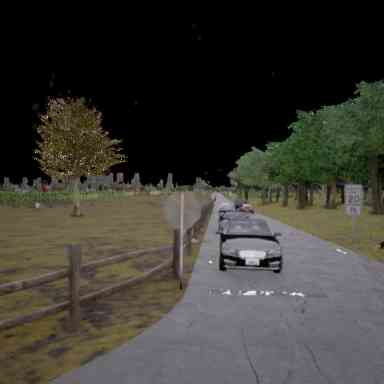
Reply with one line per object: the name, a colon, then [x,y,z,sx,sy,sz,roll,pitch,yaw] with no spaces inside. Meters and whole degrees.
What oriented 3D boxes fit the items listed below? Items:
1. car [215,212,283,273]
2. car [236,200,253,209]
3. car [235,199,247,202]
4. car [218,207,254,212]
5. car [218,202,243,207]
car: [1.885,1.665,11.447,2.128,1.511,4.902,1,-1,6]
car: [7.549,2.295,46.606,1.812,1.442,4.674,1,-1,4]
car: [8.302,2.126,56.386,2.150,2.045,5.566,1,-1,4]
car: [2.658,1.888,21.012,1.994,1.385,4.181,1,-1,4]
car: [3.525,2.049,32.386,2.033,1.411,5.357,1,-1,5]
